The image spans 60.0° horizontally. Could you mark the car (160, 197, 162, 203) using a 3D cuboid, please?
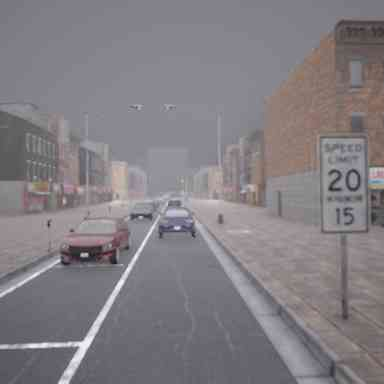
[{"bbox_3d":[-5.509,1.576,45.944,1.837,1.490,4.892,-1,0,-3],"label":"car"}]

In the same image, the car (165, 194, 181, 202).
[{"bbox_3d":[-2.500,1.515,48.000,1.882,1.535,5.008,-1,0,-3],"label":"car"}]

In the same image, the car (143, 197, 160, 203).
[{"bbox_3d":[-5.116,1.533,38.955,1.882,1.535,5.008,-1,0,-3],"label":"car"}]

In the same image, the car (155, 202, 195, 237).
[{"bbox_3d":[-0.825,1.518,17.924,1.812,1.442,4.674,-1,0,-3],"label":"car"}]

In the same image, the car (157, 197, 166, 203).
[{"bbox_3d":[-6.576,1.705,72.167,1.887,1.381,4.507,0,0,-3],"label":"car"}]

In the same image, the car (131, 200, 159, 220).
[{"bbox_3d":[-4.138,1.600,28.283,1.947,1.339,4.313,0,0,-3],"label":"car"}]

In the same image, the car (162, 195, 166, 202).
[{"bbox_3d":[-5.967,1.667,61.196,2.008,1.369,4.403,0,0,-3],"label":"car"}]

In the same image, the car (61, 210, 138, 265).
[{"bbox_3d":[-3.223,1.571,11.827,1.887,1.381,4.507,0,0,-3],"label":"car"}]
